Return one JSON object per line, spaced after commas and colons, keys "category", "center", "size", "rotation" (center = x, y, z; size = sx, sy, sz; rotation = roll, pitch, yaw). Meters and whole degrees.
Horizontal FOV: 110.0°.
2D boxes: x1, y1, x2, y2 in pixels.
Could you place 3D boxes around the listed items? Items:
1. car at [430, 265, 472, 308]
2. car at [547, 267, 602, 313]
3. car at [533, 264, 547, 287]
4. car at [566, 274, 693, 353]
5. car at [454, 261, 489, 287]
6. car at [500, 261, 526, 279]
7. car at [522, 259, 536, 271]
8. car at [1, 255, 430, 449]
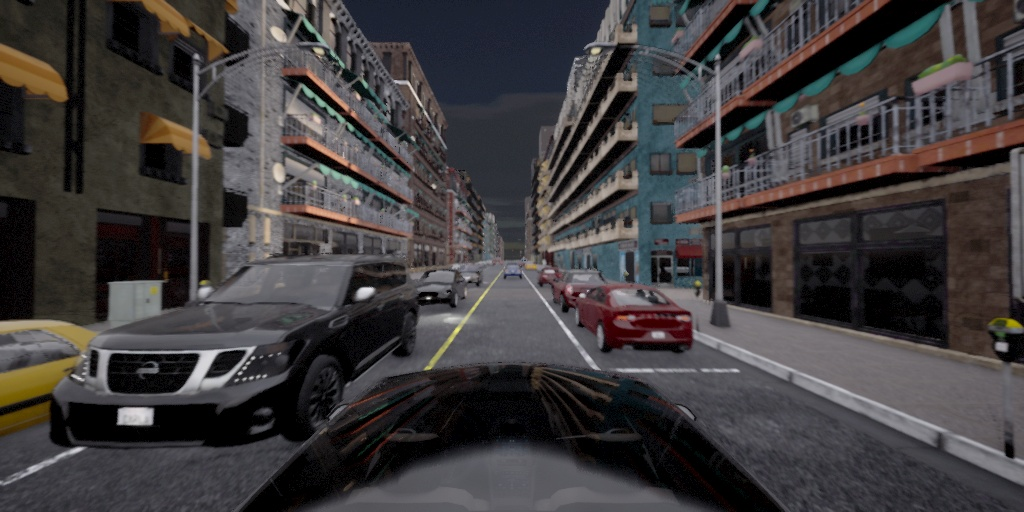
{"category": "car", "center": [-3.103, 1.325, 15.771], "size": [1.837, 1.490, 4.892], "rotation": [0, 0, 0]}
{"category": "car", "center": [2.687, 1.253, 14.355], "size": [1.967, 1.591, 4.097], "rotation": [0, 0, 0]}
{"category": "car", "center": [2.683, 1.452, 25.401], "size": [1.802, 1.307, 4.207], "rotation": [0, 0, 0]}
{"category": "car", "center": [2.689, 1.331, 8.831], "size": [1.888, 1.381, 4.507], "rotation": [0, 0, 0]}
{"category": "car", "center": [-3.099, 1.365, 26.218], "size": [2.128, 1.511, 4.902], "rotation": [0, 0, 0]}
{"category": "car", "center": [0.084, 1.469, 35.590], "size": [2.033, 1.411, 5.357], "rotation": [0, 0, 0]}
{"category": "car", "center": [2.979, 1.492, 57.367], "size": [1.801, 1.575, 5.366], "rotation": [0, 0, 0]}
{"category": "car", "center": [-3.101, 0.992, 5.734], "size": [2.150, 2.045, 5.566], "rotation": [0, 0, 0]}
